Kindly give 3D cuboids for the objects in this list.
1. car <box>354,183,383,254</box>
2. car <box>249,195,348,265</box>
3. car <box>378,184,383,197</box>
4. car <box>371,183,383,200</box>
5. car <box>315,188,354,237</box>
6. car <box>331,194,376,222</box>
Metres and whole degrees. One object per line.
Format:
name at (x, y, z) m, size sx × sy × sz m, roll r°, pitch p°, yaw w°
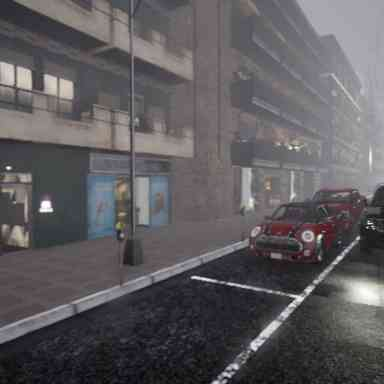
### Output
car at (7.029, 0.795, 10.976) m, size 2.150 × 2.045 × 5.566 m, roll 1°, pitch 3°, yaw 34°
car at (3.295, 1.068, 10.246) m, size 1.967 × 1.590 × 4.097 m, roll 1°, pitch 2°, yaw 34°
car at (25.318, -0.183, 42.958) m, size 1.967 × 1.590 × 4.097 m, roll 1°, pitch 2°, yaw 34°
car at (22.172, -0.128, 38.280) m, size 2.192 × 1.841 × 5.009 m, roll 1°, pitch 2°, yaw 34°
car at (6.441, 0.765, 14.915) m, size 2.192 × 1.841 × 5.009 m, roll 1°, pitch 2°, yaw 34°
car at (9.588, 0.853, 19.598) m, size 1.802 × 1.307 × 4.206 m, roll 1°, pitch 2°, yaw 34°
